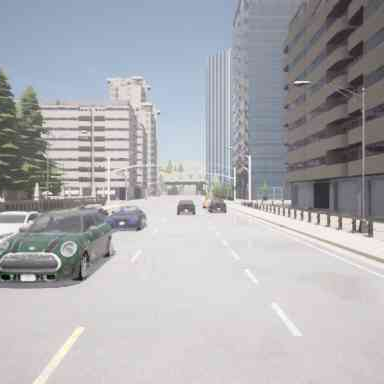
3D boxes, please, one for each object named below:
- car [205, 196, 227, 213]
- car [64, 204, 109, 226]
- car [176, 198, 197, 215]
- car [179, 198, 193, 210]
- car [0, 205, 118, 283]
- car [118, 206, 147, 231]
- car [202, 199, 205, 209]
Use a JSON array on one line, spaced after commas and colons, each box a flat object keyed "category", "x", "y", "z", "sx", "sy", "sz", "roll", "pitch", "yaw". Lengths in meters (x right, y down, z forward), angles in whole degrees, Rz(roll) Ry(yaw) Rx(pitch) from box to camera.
[{"category": "car", "x": 2.809, "y": 1.532, "z": 37.629, "sx": 1.837, "sy": 1.490, "sz": 4.892, "roll": 0, "pitch": 0, "yaw": -1}, {"category": "car", "x": -7.573, "y": 1.618, "z": 24.366, "sx": 1.895, "sy": 1.301, "sz": 4.718, "roll": 0, "pitch": 0, "yaw": -1}, {"category": "car", "x": -0.600, "y": 1.529, "z": 34.350, "sx": 1.837, "sy": 1.490, "sz": 4.892, "roll": 0, "pitch": 0, "yaw": -1}, {"category": "car", "x": -0.803, "y": 1.557, "z": 43.607, "sx": 1.812, "sy": 1.442, "sz": 4.674, "roll": 0, "pitch": 0, "yaw": -1}, {"category": "car", "x": -3.777, "y": 1.358, "z": 9.812, "sx": 2.097, "sy": 1.767, "sz": 4.553, "roll": 0, "pitch": 0, "yaw": -1}, {"category": "car", "x": -3.957, "y": 1.578, "z": 20.573, "sx": 1.994, "sy": 1.385, "sz": 4.181, "roll": 0, "pitch": 0, "yaw": -1}, {"category": "car", "x": 2.592, "y": 1.385, "z": 46.763, "sx": 2.097, "sy": 1.767, "sz": 4.553, "roll": 0, "pitch": 0, "yaw": -1}]
